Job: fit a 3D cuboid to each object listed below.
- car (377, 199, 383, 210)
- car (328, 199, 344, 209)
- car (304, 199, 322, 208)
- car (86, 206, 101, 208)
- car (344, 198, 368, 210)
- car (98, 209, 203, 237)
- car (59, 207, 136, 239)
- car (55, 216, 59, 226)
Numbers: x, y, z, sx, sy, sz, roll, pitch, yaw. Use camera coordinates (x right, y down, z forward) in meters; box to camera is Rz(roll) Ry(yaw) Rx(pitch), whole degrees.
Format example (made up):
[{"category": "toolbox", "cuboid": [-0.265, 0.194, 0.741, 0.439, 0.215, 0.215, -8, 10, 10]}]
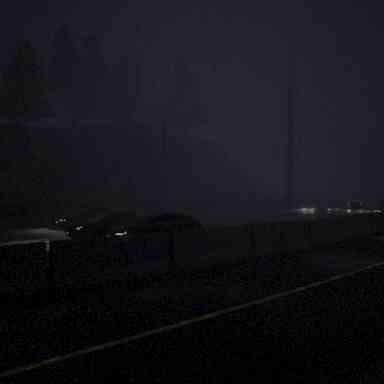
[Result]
[{"category": "car", "cuboid": [27.288, 1.725, 46.733, 1.837, 1.490, 4.892, -1, -1, 36]}, {"category": "car", "cuboid": [23.136, 1.886, 53.017, 2.033, 1.411, 5.357, -1, -1, 34]}, {"category": "car", "cuboid": [19.808, 1.882, 54.398, 2.128, 1.511, 4.902, -1, -1, 35]}, {"category": "car", "cuboid": [-4.650, 1.831, 22.539, 4.674, 1.442, 1.812, 0, -1, -39]}, {"category": "car", "cuboid": [23.949, 1.627, 48.101, 2.097, 1.767, 4.553, -1, -1, 36]}, {"category": "car", "cuboid": [-1.698, 1.705, 15.964, 4.892, 1.490, 1.837, 0, -1, -38]}, {"category": "car", "cuboid": [-4.464, 1.781, 18.224, 4.674, 1.442, 1.812, 0, -1, -38]}, {"category": "car", "cuboid": [-7.543, 1.867, 24.714, 4.892, 1.490, 1.837, 0, -1, -39]}]
